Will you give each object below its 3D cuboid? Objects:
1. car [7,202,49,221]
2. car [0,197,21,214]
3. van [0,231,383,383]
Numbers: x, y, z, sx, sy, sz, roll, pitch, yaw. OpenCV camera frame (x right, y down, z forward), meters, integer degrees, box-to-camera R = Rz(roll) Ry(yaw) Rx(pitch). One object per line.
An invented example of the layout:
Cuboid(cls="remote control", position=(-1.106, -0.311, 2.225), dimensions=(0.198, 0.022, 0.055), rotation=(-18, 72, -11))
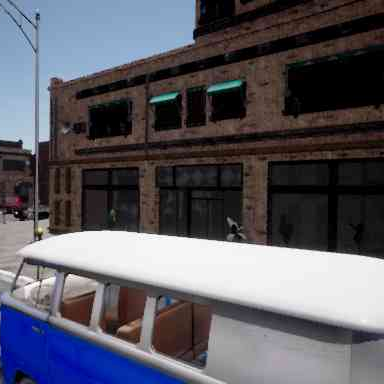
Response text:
Cuboid(cls="car", position=(-13.292, 1.793, 29.217), dimensions=(1.947, 1.339, 4.313), rotation=(0, 0, 36))
Cuboid(cls="car", position=(-20.048, 1.411, 34.170), dimensions=(2.192, 1.841, 5.009), rotation=(0, 0, 36))
Cuboid(cls="van", position=(-0.141, 1.339, 2.957), dimensions=(3.998, 1.788, 1.690), rotation=(0, 1, 36))
